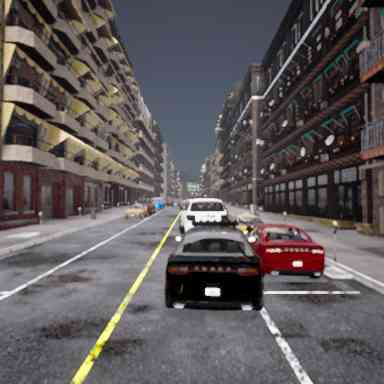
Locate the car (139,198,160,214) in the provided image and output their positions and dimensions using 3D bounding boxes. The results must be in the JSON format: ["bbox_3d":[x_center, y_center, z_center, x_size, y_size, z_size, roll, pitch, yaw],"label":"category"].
[{"bbox_3d":[-5.356,1.655,38.008,2.192,1.841,5.009,2,-1,0],"label":"car"}]

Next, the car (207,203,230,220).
[{"bbox_3d":[2.528,1.830,32.425,1.887,1.381,4.507,1,-1,0],"label":"car"}]

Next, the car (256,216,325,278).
[{"bbox_3d":[2.567,1.630,10.304,1.887,1.381,4.507,1,0,0],"label":"car"}]

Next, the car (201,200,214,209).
[{"bbox_3d":[2.489,2.052,54.548,1.887,1.381,4.507,1,-1,0],"label":"car"}]

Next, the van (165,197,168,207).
[{"bbox_3d":[-5.387,1.850,54.597,1.690,1.788,3.998,1,-1,0],"label":"van"}]

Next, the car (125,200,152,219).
[{"bbox_3d":[-5.351,1.811,32.304,1.752,1.417,4.829,2,-1,0],"label":"car"}]

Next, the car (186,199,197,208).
[{"bbox_3d":[-0.103,2.039,59.515,1.882,1.535,5.008,0,-1,0],"label":"car"}]

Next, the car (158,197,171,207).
[{"bbox_3d":[-5.405,1.946,65.658,2.192,1.841,5.009,1,-1,0],"label":"car"}]

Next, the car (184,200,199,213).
[{"bbox_3d":[-0.073,1.913,44.987,1.837,1.490,4.892,0,-1,0],"label":"car"}]

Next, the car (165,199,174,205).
[{"bbox_3d":[-5.441,2.389,82.246,1.947,1.339,4.313,1,-1,0],"label":"car"}]

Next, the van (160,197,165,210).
[{"bbox_3d":[-5.376,1.791,49.066,1.690,1.788,3.998,2,-1,0],"label":"van"}]

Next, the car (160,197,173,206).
[{"bbox_3d":[-5.415,2.009,71.187,2.192,1.841,5.009,1,-1,0],"label":"car"}]

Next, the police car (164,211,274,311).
[{"bbox_3d":[0.559,1.493,8.154,1.930,1.638,5.238,0,-1,5],"label":"police car"}]

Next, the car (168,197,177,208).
[{"bbox_3d":[-2.855,2.057,59.895,2.128,1.511,4.902,0,-1,0],"label":"car"}]

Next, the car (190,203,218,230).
[{"bbox_3d":[0.784,1.663,24.163,1.801,1.575,5.366,0,-1,0],"label":"car"}]

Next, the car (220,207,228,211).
[{"bbox_3d":[2.558,1.659,16.005,1.752,1.417,4.829,1,-1,0],"label":"car"}]

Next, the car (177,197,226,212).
[{"bbox_3d":[0.541,1.375,17.943,2.150,2.045,5.566,0,-1,-4],"label":"car"}]

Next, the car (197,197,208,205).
[{"bbox_3d":[2.421,2.070,76.672,2.192,1.841,5.009,1,-1,0],"label":"car"}]

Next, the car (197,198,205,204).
[{"bbox_3d":[2.398,2.329,87.733,1.967,1.590,4.097,1,-1,0],"label":"car"}]

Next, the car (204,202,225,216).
[{"bbox_3d":[2.518,1.889,37.956,2.008,1.369,4.403,1,-1,0],"label":"car"}]
